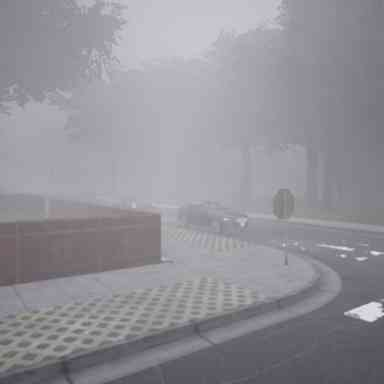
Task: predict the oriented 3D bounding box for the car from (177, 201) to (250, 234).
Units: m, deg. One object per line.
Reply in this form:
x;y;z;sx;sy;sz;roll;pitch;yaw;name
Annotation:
1.039;1.264;18.183;2.128;1.511;4.902;-2;2;-35;car

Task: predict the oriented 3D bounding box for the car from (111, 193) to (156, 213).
-4.675;0.924;26.246;2.097;1.767;4.553;-2;2;-35;car

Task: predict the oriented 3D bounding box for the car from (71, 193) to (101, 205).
-11.546;0.825;35.965;2.033;1.411;5.357;-2;3;-35;car
